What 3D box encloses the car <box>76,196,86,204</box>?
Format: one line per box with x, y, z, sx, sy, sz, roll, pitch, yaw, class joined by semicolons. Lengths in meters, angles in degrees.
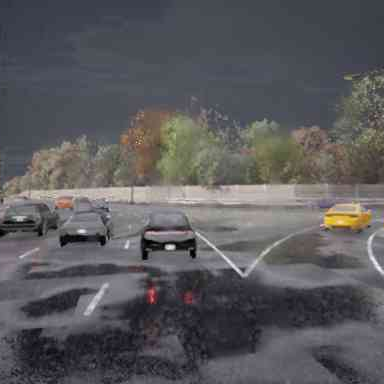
-21.973;1.564;66.106;1.837;1.490;4.892;0;0;-36;car

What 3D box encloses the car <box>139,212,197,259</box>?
-0.956;1.488;12.683;2.128;1.511;4.902;0;0;-7;car

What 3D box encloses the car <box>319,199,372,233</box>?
9.220;1.425;19.487;1.882;1.535;5.008;-1;0;35;car

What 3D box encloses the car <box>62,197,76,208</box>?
-17.364;1.403;44.872;2.097;1.767;4.553;0;0;-25;car

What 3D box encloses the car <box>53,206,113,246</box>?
-4.816;1.576;15.581;1.994;1.385;4.181;0;0;-9;car

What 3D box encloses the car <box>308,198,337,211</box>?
15.979;1.453;38.744;4.674;1.442;1.812;0;0;7;car

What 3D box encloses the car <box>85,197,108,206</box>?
-11.083;1.574;39.477;2.033;1.411;5.357;0;0;-22;car

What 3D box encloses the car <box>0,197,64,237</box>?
-8.853;1.381;18.475;2.097;1.767;4.553;0;0;-10;car
